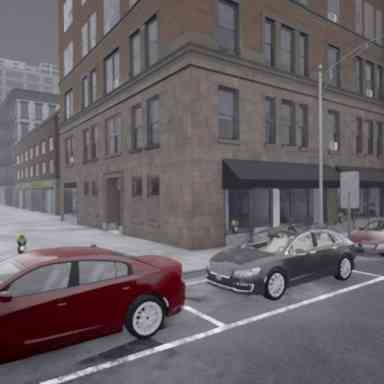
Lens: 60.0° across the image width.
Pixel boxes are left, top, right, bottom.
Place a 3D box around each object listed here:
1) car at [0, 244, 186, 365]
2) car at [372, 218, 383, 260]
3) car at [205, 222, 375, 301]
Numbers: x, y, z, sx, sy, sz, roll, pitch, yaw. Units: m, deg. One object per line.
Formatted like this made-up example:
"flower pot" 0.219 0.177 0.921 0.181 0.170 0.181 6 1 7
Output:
"car" -2.208 1.544 4.967 4.507 1.381 1.887 0 -1 -36
"car" 6.871 1.576 11.466 4.206 1.307 1.802 0 -1 -36
"car" 2.331 1.547 8.216 4.403 1.369 2.008 0 -1 -36
